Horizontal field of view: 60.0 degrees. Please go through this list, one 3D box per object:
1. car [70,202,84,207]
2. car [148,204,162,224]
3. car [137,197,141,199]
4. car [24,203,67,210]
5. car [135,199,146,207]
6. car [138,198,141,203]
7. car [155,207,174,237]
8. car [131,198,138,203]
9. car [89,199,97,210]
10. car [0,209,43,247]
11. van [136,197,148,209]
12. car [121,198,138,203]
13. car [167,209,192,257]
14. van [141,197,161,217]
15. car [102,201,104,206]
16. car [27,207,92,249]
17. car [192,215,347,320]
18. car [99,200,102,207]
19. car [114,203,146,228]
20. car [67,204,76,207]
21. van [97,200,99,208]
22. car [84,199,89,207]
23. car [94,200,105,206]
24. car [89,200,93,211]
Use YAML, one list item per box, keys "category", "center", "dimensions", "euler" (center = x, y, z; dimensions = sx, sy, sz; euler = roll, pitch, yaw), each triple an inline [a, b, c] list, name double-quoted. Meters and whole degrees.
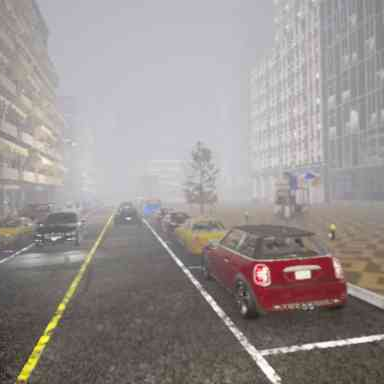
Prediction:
- category: "car"
  center: [-12.291, 2.011, 32.850]
  dimensions: [2.008, 1.369, 4.403]
  euler: [-2, 0, -12]
- category: "car"
  center: [-1.863, 1.720, 23.709]
  dimensions: [1.802, 1.307, 4.206]
  euler: [-2, 0, -12]
- category: "car"
  center: [-7.423, 1.844, 50.777]
  dimensions: [1.967, 1.590, 4.097]
  euler: [-2, 0, -12]
- category: "car"
  center: [-10.077, 1.671, 22.023]
  dimensions: [2.192, 1.841, 5.009]
  euler: [-2, 0, -12]
- category: "car"
  center: [-9.676, 2.043, 61.770]
  dimensions: [1.752, 1.417, 4.829]
  euler: [-2, 0, -12]
- category: "car"
  center: [-5.231, 1.822, 40.115]
  dimensions: [1.752, 1.417, 4.829]
  euler: [-2, 0, -12]
- category: "car"
  center: [-0.751, 1.669, 18.296]
  dimensions: [1.802, 1.307, 4.206]
  euler: [-2, 0, -12]
- category: "car"
  center: [-16.307, 2.408, 94.085]
  dimensions: [1.887, 1.381, 4.507]
  euler: [-2, 0, -12]
- category: "car"
  center: [-15.625, 2.167, 49.090]
  dimensions: [1.887, 1.381, 4.507]
  euler: [-2, 0, -12]
- category: "car"
  center: [-8.925, 1.829, 16.443]
  dimensions: [1.752, 1.417, 4.829]
  euler: [-2, 0, -12]
- category: "van"
  center: [-8.538, 1.801, 56.192]
  dimensions: [1.690, 1.788, 3.998]
  euler: [-2, 0, -12]
- category: "car"
  center: [-7.930, 1.849, 40.334]
  dimensions: [1.882, 1.535, 5.008]
  euler: [-2, 0, -11]
- category: "car"
  center: [0.324, 1.564, 13.048]
  dimensions: [1.752, 1.417, 4.829]
  euler: [-2, 0, -12]
- category: "van"
  center: [-4.093, 1.583, 34.537]
  dimensions: [1.690, 1.788, 3.998]
  euler: [-2, 0, -12]
- category: "car"
  center: [-18.957, 2.372, 65.330]
  dimensions: [1.802, 1.307, 4.206]
  euler: [-2, 0, -12]
- category: "car"
  center: [-6.223, 1.734, 16.220]
  dimensions: [1.837, 1.490, 4.892]
  euler: [-2, 0, -11]
- category: "car"
  center: [1.467, 1.427, 7.468]
  dimensions: [1.967, 1.590, 4.097]
  euler: [-2, 0, -12]
- category: "car"
  center: [-17.846, 2.316, 59.917]
  dimensions: [1.802, 1.307, 4.206]
  euler: [-2, 0, -12]
- category: "car"
  center: [-4.654, 1.781, 24.358]
  dimensions: [1.994, 1.385, 4.181]
  euler: [-2, 0, -11]
- category: "car"
  center: [-11.180, 1.958, 27.437]
  dimensions: [2.008, 1.369, 4.403]
  euler: [-2, 0, -12]
- category: "van"
  center: [-16.743, 2.019, 54.505]
  dimensions: [1.690, 1.788, 3.998]
  euler: [-2, 0, -12]
- category: "car"
  center: [-13.406, 1.953, 38.263]
  dimensions: [1.967, 1.590, 4.097]
  euler: [-2, 0, -12]
- category: "car"
  center: [-21.179, 2.470, 76.157]
  dimensions: [1.947, 1.339, 4.313]
  euler: [-2, 0, -12]
- category: "car"
  center: [-14.513, 2.133, 43.677]
  dimensions: [1.947, 1.339, 4.313]
  euler: [-2, 0, -12]
